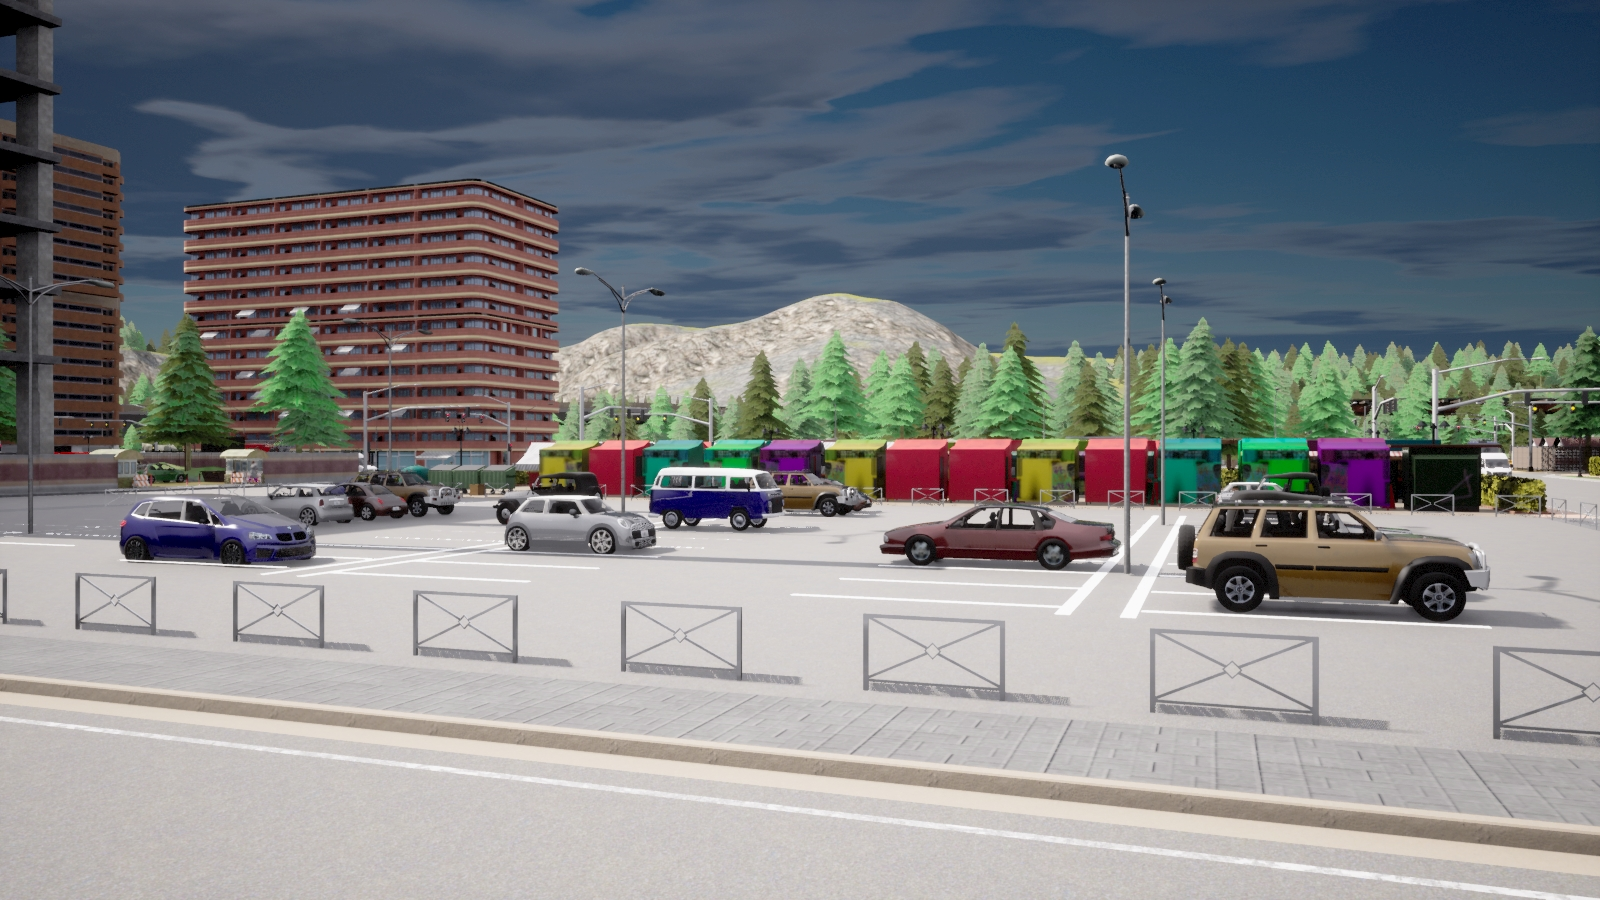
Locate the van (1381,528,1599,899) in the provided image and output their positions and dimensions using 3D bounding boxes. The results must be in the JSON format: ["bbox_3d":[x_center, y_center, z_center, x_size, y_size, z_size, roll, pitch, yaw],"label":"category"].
[{"bbox_3d":[4.316,1.534,1.760,5.915,2.561,1.988,0,0,21],"label":"van"}]
